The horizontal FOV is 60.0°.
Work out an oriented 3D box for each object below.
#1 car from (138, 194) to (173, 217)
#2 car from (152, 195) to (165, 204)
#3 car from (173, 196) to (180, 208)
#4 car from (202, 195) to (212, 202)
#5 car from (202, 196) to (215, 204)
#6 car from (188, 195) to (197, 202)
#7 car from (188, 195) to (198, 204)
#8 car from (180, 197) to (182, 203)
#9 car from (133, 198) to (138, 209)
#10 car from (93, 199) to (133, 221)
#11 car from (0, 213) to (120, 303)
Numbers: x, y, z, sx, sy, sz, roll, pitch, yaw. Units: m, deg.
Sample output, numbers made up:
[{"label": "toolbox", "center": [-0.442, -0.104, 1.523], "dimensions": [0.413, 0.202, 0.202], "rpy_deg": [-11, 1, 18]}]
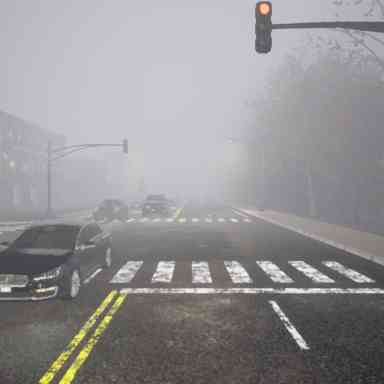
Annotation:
[{"label": "car", "center": [-3.313, 1.212, 31.097], "dimensions": [2.150, 2.045, 5.566], "rpy_deg": [0, 0, 0]}, {"label": "car", "center": [-6.456, 1.453, 64.930], "dimensions": [1.882, 1.535, 5.008], "rpy_deg": [0, 0, 1]}, {"label": "car", "center": [-3.287, 1.546, 48.801], "dimensions": [1.994, 1.385, 4.181], "rpy_deg": [0, 0, 0]}, {"label": "car", "center": [3.341, 1.510, 74.711], "dimensions": [2.033, 1.411, 5.357], "rpy_deg": [0, 0, 0]}, {"label": "car", "center": [3.429, 1.576, 64.693], "dimensions": [1.895, 1.301, 4.718], "rpy_deg": [0, 0, 0]}, {"label": "car", "center": [0.094, 1.494, 74.636], "dimensions": [2.128, 1.511, 4.902], "rpy_deg": [0, 0, 0]}, {"label": "car", "center": [0.175, 1.576, 64.870], "dimensions": [1.895, 1.301, 4.718], "rpy_deg": [0, 0, 0]}, {"label": "car", "center": [-3.166, 1.553, 68.724], "dimensions": [1.994, 1.385, 4.181], "rpy_deg": [0, 0, 0]}, {"label": "car", "center": [-6.548, 1.477, 42.057], "dimensions": [2.128, 1.511, 4.902], "rpy_deg": [0, 0, 0]}, {"label": "car", "center": [-6.568, 1.344, 27.367], "dimensions": [2.097, 1.767, 4.553], "rpy_deg": [0, 0, 0]}, {"label": "car", "center": [-3.340, 1.503, 8.402], "dimensions": [1.837, 1.490, 4.892], "rpy_deg": [0, 0, 0]}]
